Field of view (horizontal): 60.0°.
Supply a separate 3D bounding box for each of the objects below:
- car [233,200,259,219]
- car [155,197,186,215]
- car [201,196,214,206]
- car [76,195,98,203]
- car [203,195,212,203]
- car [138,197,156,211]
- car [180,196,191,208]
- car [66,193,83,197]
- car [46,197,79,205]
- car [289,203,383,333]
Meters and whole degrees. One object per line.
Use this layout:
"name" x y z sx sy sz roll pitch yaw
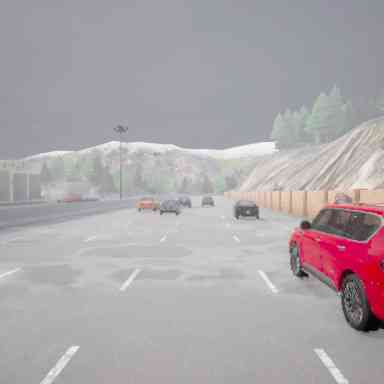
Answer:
"car" 4.660 1.477 29.197 1.882 1.535 5.008 0 0 3
"car" -2.096 1.547 33.749 2.033 1.411 5.357 0 0 3
"car" 2.540 1.491 53.255 2.128 1.511 4.902 0 0 3
"car" -18.379 1.601 59.183 1.895 1.301 4.718 0 0 3
"car" 3.200 1.478 69.624 1.882 1.535 5.008 0 0 2
"car" -5.146 1.351 40.385 2.097 1.767 4.553 0 0 2
"car" -1.154 1.352 48.210 2.097 1.767 4.553 0 0 -1
"car" -21.770 1.221 61.323 2.150 2.045 5.566 0 0 3
"car" -15.905 1.601 40.432 1.895 1.301 4.718 0 0 3
"car" 3.708 1.222 6.904 2.150 2.045 5.566 0 0 2
